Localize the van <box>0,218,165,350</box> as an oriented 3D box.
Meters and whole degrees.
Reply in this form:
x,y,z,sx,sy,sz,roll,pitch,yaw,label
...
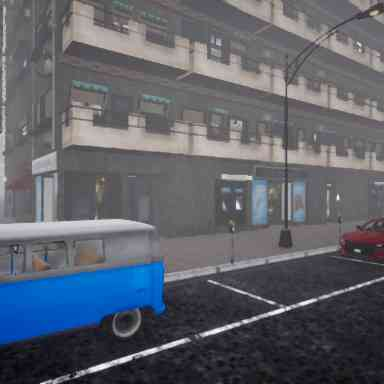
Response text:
x,y,z,sx,sy,sz,roll,pitch,yaw,label
-2.337,1.340,4.885,3.998,1.788,1.690,0,0,-36,van

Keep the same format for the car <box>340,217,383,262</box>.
x,y,z,sx,sy,sz,roll,pitch,yaw,label
6.883,1.547,11.463,4.507,1.381,1.887,0,0,-36,car
